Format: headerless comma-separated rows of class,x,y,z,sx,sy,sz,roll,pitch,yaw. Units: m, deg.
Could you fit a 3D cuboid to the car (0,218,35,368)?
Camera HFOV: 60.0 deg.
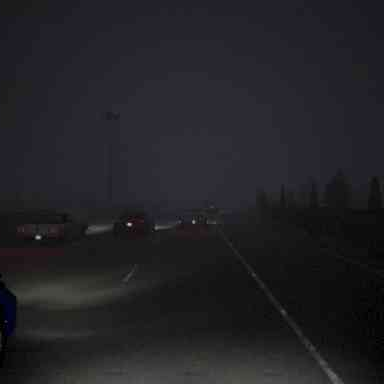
car,-3.401,1.242,2.065,2.150,2.045,5.566,0,-1,0

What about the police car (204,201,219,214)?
police car,2.207,1.893,41.504,2.038,1.542,4.974,0,0,12

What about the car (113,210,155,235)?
car,-3.389,1.751,20.077,1.994,1.385,4.181,0,-1,0

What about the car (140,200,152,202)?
car,-8.123,2.076,57.128,1.812,1.442,4.674,0,-1,20

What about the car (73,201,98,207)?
car,-14.819,1.957,46.499,1.812,1.442,4.674,0,-1,13

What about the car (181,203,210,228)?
car,0.169,1.750,24.021,1.812,1.442,4.674,0,-1,1

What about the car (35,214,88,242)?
car,-6.904,1.761,17.157,1.895,1.301,4.718,0,-1,0
